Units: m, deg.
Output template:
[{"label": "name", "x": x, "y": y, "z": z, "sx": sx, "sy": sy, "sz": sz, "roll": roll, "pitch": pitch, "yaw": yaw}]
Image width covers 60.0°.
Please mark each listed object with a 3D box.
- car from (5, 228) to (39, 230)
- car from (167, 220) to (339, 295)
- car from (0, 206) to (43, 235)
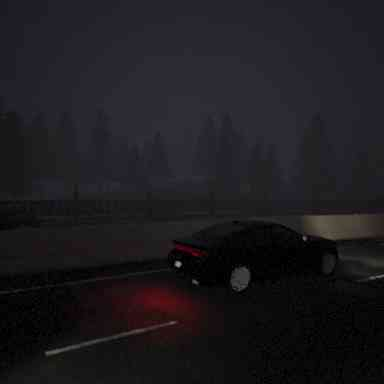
[{"label": "car", "x": -7.773, "y": 1.565, "z": 11.226, "sx": 4.718, "sy": 1.301, "sz": 1.895, "roll": 0, "pitch": 0, "yaw": -34}, {"label": "car", "x": 1.789, "y": 1.487, "z": 8.813, "sx": 5.008, "sy": 1.535, "sz": 1.882, "roll": 0, "pitch": 0, "yaw": -32}, {"label": "car", "x": -10.400, "y": 1.518, "z": 17.816, "sx": 4.181, "sy": 1.385, "sz": 1.994, "roll": 0, "pitch": 0, "yaw": -33}]
